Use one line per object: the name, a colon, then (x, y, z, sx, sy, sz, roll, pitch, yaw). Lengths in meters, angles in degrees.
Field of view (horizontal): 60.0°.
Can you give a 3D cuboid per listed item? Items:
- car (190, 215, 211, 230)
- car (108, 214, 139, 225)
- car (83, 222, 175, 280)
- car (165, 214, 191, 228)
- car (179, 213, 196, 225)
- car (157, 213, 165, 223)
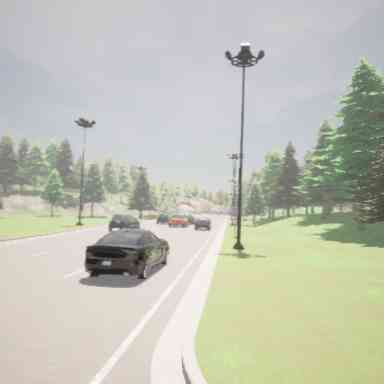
car: (1.419, 3.975, 42.228, 2.128, 1.511, 4.902, 2, -3, 7)
car: (-6.652, 2.991, 33.123, 2.097, 1.767, 4.553, 2, -3, 6)
car: (-2.171, 2.113, 12.302, 1.882, 1.535, 5.008, 2, -3, 8)
car: (-1.793, 3.880, 45.292, 2.097, 1.767, 4.553, 2, -3, 7)
car: (-0.694, 4.500, 55.423, 2.097, 1.767, 4.553, 2, -3, 7)
car: (-4.280, 4.273, 53.980, 2.097, 1.767, 4.553, 2, -3, 7)
